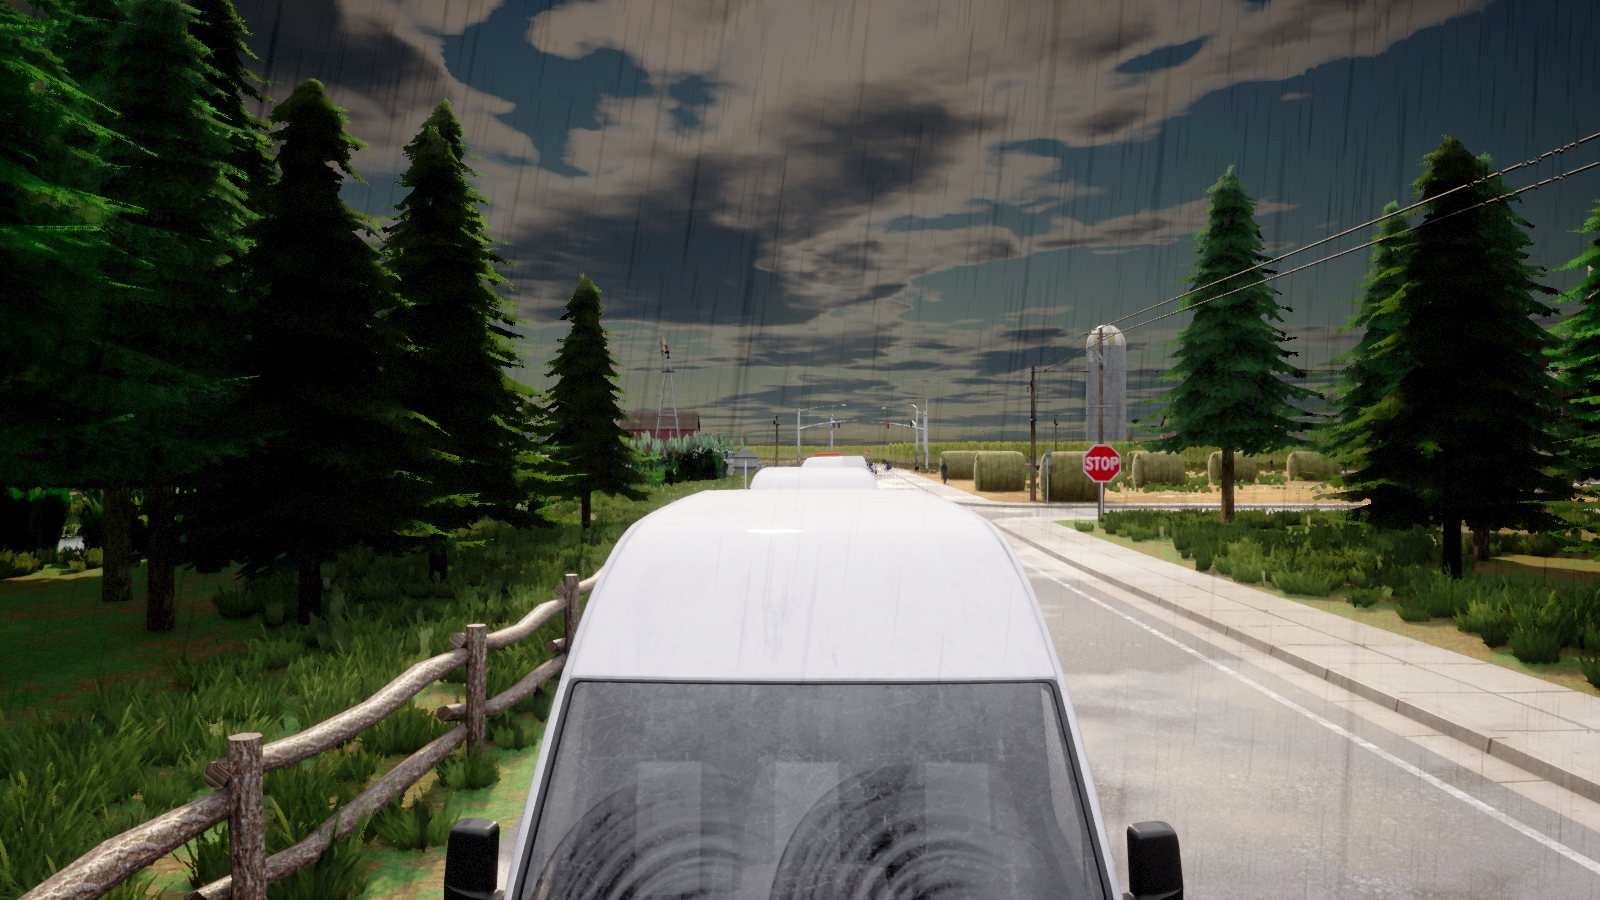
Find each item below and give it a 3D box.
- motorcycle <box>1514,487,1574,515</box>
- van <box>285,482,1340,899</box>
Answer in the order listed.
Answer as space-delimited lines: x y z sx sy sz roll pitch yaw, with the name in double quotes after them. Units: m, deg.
32.009 2.186 49.178 2.033 1.199 0.803 0 0 -1 "motorcycle"
0.056 1.508 5.110 1.988 2.561 5.915 0 0 1 "van"
